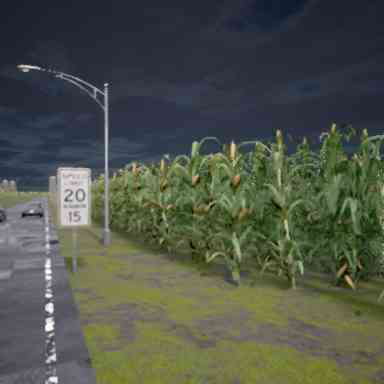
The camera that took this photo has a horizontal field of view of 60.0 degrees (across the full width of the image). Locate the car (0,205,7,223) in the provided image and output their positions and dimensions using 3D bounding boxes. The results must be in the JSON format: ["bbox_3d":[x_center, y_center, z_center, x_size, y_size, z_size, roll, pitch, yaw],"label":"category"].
[{"bbox_3d":[-17.001,1.813,28.390,2.128,1.511,4.902,0,-1,-24],"label":"car"}]

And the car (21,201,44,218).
[{"bbox_3d":[-16.671,1.930,34.818,1.994,1.385,4.181,0,0,-23],"label":"car"}]

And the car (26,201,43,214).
[{"bbox_3d":[-20.761,1.959,44.007,1.837,1.490,4.892,0,0,-24],"label":"car"}]
